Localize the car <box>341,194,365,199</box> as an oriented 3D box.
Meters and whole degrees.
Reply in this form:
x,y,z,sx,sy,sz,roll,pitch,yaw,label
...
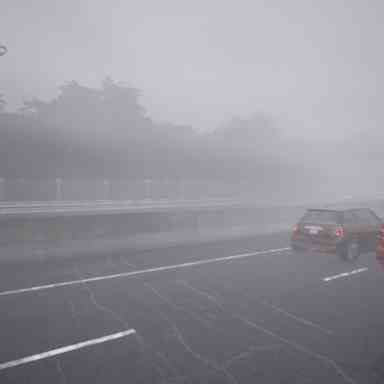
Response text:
x,y,z,sx,sy,sz,roll,pitch,yaw,label
21.922,0.991,44.385,4.718,1.301,1.895,-2,1,-33,car

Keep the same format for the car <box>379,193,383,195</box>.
x,y,z,sx,sy,sz,roll,pitch,yaw,label
24.570,0.850,41.932,5.008,1.535,1.882,-2,1,-33,car

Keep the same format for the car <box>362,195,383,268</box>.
x,y,z,sx,sy,sz,roll,pitch,yaw,label
7.063,1.163,8.726,5.566,2.045,2.150,0,0,-35,car

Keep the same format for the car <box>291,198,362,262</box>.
x,y,z,sx,sy,sz,roll,pitch,yaw,label
5.704,1.287,12.041,4.553,1.767,2.097,-1,0,-35,car
